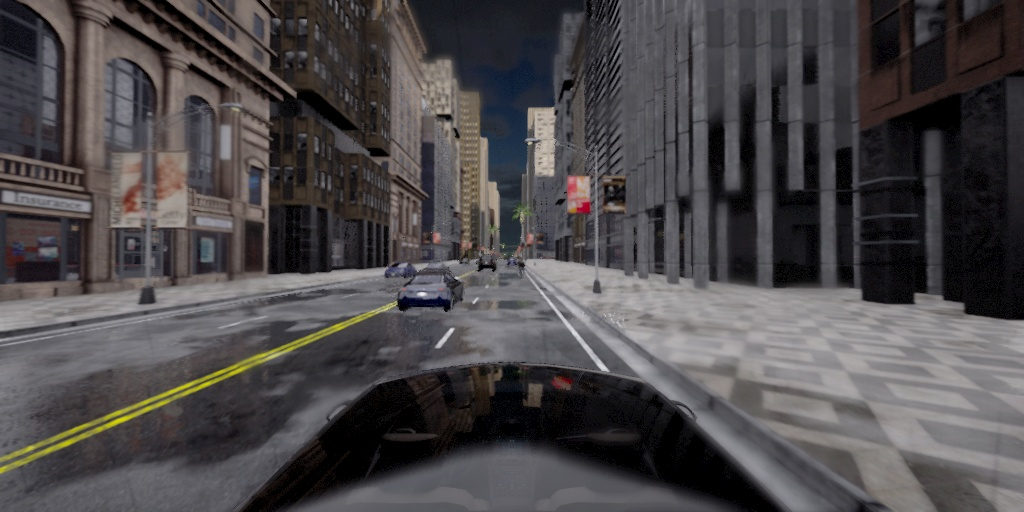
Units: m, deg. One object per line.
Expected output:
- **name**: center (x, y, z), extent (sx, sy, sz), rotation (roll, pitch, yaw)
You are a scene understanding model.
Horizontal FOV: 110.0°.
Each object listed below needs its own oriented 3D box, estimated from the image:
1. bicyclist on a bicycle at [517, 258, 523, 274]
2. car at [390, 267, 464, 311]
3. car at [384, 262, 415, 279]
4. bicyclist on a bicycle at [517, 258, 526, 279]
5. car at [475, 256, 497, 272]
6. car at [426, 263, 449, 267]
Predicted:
- **bicyclist on a bicycle**: center (0.894, 1.109, 39.994), extent (0.659, 1.776, 1.843), rotation (0, 0, 0)
- **car**: center (-3.150, 1.313, 14.561), extent (1.994, 1.385, 4.181), rotation (0, 0, 0)
- **car**: center (-9.843, 1.268, 32.005), extent (1.812, 1.442, 4.674), rotation (0, 0, 0)
- **bicyclist on a bicycle**: center (0.894, 1.113, 30.994), extent (0.659, 1.776, 1.843), rotation (0, 0, 0)
- **car**: center (-3.150, 0.953, 47.050), extent (2.150, 2.045, 5.566), rotation (0, 0, 0)
- **car**: center (-6.596, 1.290, 31.464), extent (2.033, 1.411, 5.357), rotation (0, 0, 0)
